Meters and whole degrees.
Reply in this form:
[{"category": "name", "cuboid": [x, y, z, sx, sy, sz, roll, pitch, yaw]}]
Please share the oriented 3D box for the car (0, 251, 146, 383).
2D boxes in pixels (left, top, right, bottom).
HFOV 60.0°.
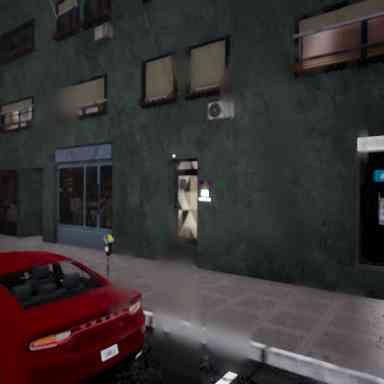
[{"category": "car", "cuboid": [-2.676, 1.541, 4.772, 4.507, 1.381, 1.887, 0, 0, 35]}]
